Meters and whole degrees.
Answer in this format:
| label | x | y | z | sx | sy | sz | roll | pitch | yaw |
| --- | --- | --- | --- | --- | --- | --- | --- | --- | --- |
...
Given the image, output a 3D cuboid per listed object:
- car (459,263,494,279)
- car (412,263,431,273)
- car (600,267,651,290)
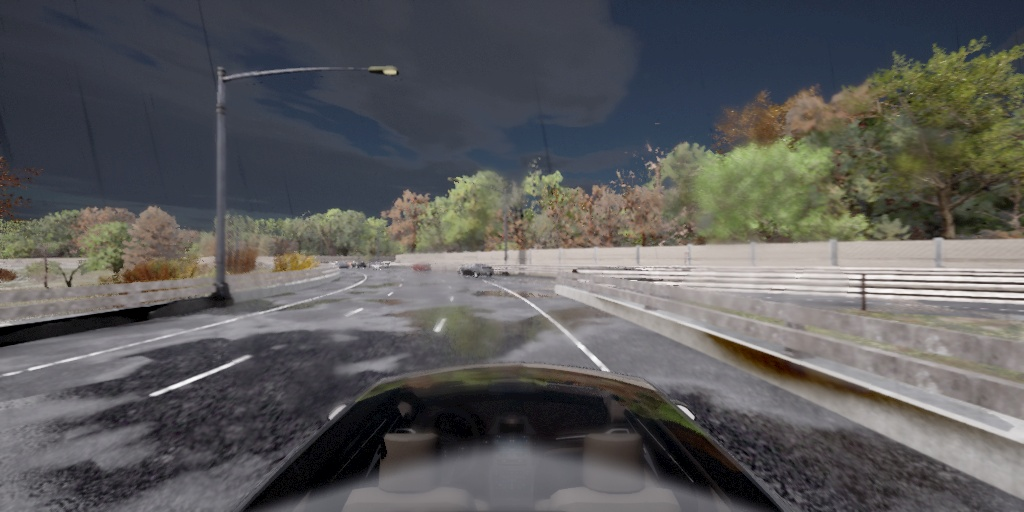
| label | x | y | z | sx | sy | sz | roll | pitch | yaw |
| --- | --- | --- | --- | --- | --- | --- | --- | --- | --- |
| car | -3.710 | 1.514 | 36.987 | 2.128 | 1.511 | 4.902 | 0 | 0 | -36 |
| car | -14.250 | 1.758 | 56.351 | 1.882 | 1.535 | 5.008 | 0 | -1 | -31 |
| car | 7.206 | 1.407 | 24.387 | 4.181 | 1.385 | 1.994 | -1 | -1 | 39 |
